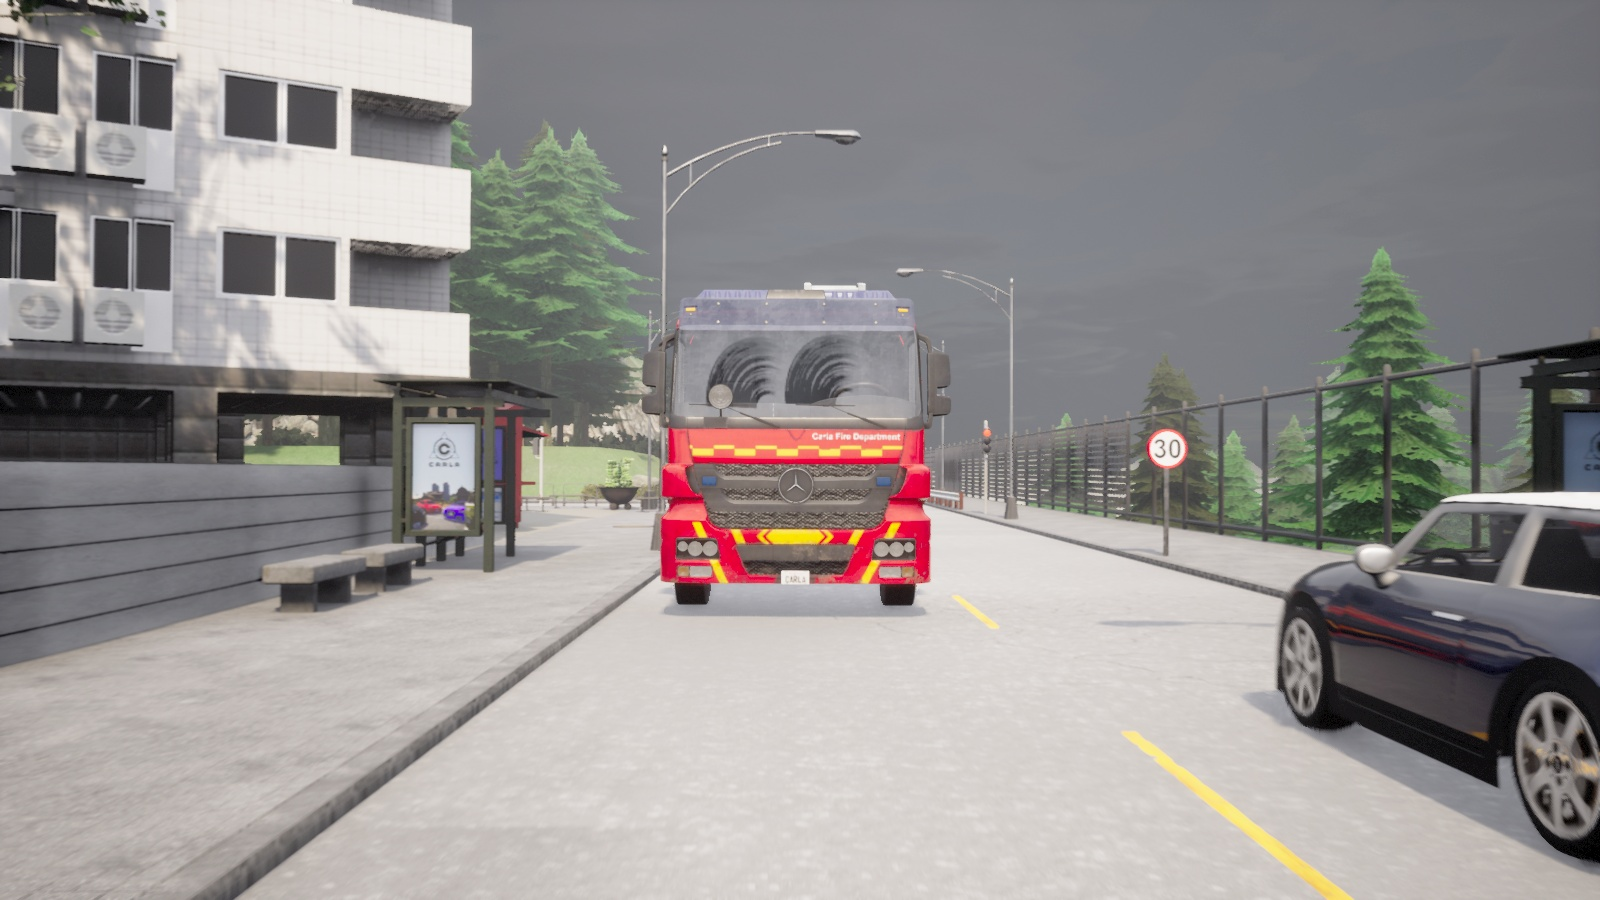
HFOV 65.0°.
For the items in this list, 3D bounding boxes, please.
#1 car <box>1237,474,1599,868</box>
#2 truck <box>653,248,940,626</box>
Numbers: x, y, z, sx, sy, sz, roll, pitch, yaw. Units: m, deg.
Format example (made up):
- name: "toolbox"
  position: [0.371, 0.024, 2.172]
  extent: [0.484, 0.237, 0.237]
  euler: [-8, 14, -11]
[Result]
- name: "car"
  position: [3.981, 0.876, 6.679]
  extent: [1.970, 1.475, 3.806]
  euler: [0, -1, 0]
- name: "truck"
  position: [-0.049, -0.066, 16.982]
  extent: [2.891, 3.827, 8.468]
  euler: [0, -1, 0]
